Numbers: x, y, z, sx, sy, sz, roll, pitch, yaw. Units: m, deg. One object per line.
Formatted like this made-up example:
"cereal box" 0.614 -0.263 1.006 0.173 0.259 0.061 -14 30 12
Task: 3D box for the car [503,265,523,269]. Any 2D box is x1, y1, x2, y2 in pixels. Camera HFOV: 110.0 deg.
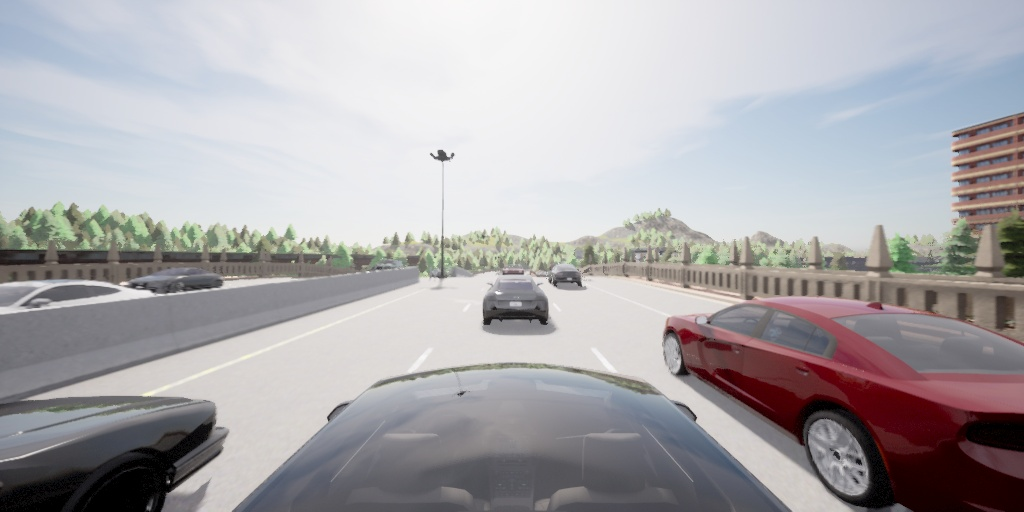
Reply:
"car" 0.102 1.419 31.955 1.895 1.301 4.718 0 -1 0

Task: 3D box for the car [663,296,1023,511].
"car" 3.602 1.228 4.382 1.882 1.535 5.008 0 0 0

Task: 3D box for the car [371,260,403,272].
"car" -14.006 1.407 40.641 2.150 2.045 5.566 0 -4 0

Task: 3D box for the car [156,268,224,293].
"car" -17.583 1.315 18.924 1.994 1.385 4.181 0 0 0

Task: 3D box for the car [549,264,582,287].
"car" 3.600 1.278 24.759 1.812 1.442 4.674 0 0 0

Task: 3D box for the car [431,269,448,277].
"car" -10.497 2.630 51.748 2.128 1.511 4.902 0 -6 0

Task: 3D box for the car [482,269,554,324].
"car" 0.102 1.315 12.013 1.994 1.385 4.181 0 0 0

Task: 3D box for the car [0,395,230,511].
"car" -3.407 1.297 0.647 2.033 1.411 5.357 0 0 0

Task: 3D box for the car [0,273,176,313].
"car" -10.584 1.276 7.916 1.812 1.442 4.674 0 0 0
